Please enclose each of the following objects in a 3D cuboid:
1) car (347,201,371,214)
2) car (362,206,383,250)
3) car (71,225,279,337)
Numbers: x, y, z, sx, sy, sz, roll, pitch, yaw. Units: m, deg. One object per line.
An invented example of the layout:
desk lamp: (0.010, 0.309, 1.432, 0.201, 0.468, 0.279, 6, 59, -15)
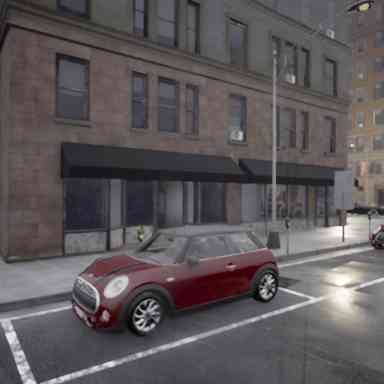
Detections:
car: (15.717, 1.544, 30.811, 1.895, 1.301, 4.718, 1, 0, -36)
car: (8.753, 1.451, 12.951, 4.097, 1.590, 1.967, 0, 0, -35)
car: (-0.209, 1.442, 6.596, 4.097, 1.590, 1.967, 0, 0, -35)
